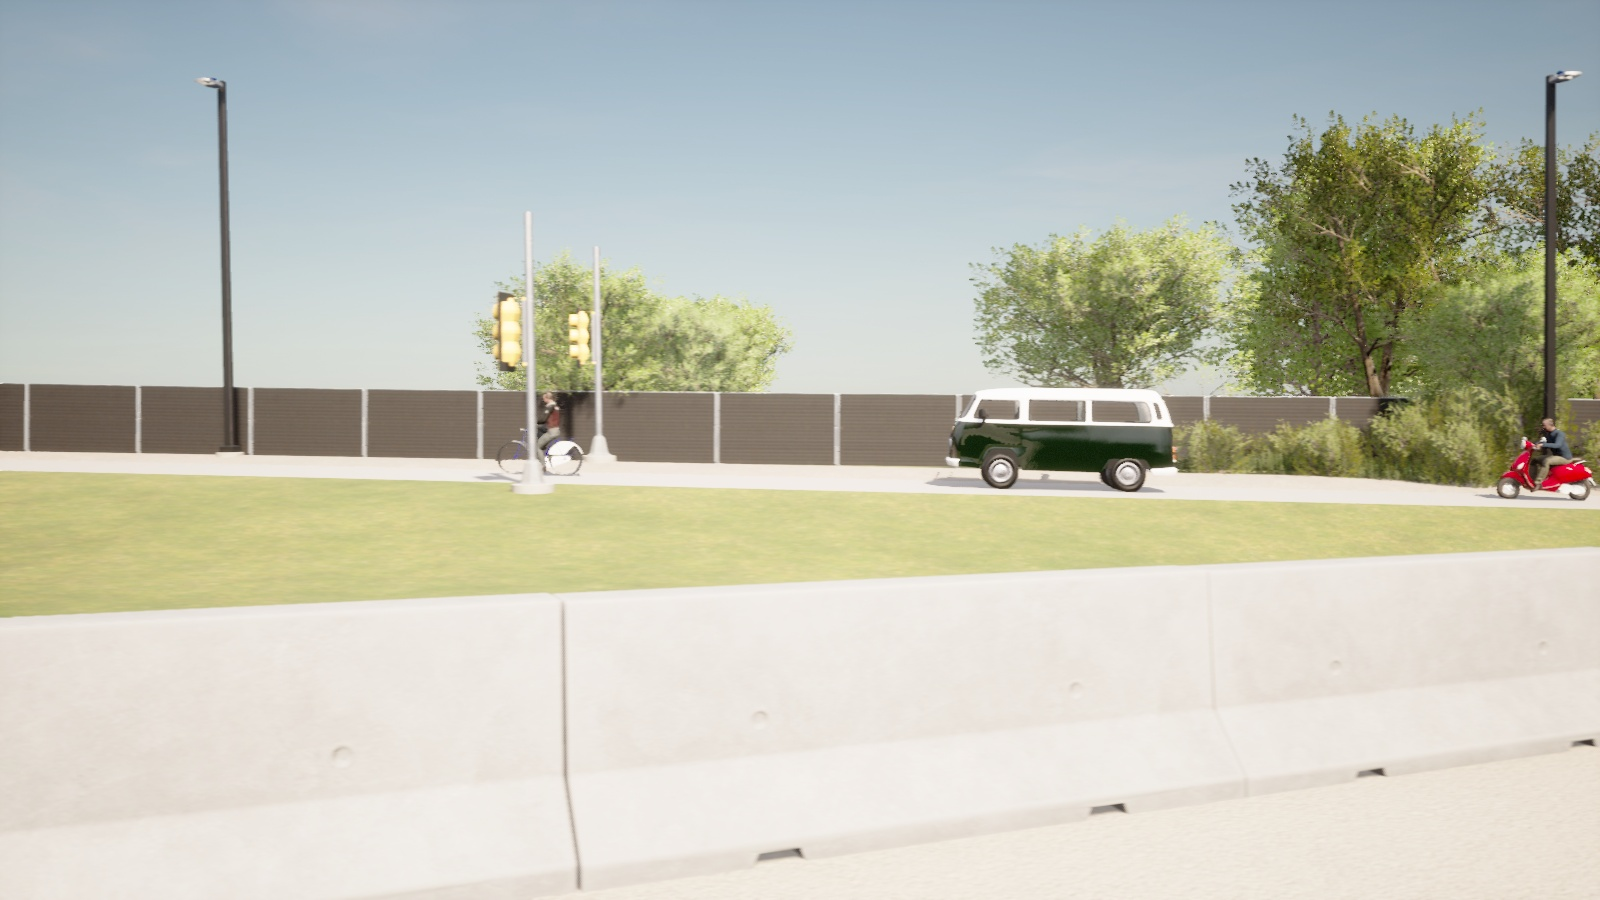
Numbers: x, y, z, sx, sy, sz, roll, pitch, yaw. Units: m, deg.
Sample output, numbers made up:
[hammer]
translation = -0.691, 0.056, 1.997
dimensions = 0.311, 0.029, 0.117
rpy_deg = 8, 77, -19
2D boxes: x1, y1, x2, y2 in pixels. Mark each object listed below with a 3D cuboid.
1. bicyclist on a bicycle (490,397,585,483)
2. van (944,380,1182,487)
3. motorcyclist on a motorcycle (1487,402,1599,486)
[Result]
[bicyclist on a bicycle]
translation = -5.524, -0.210, 26.493
dimensions = 1.843, 1.776, 0.659
rpy_deg = 0, 2, 6
[van]
translation = 5.184, -0.352, 25.340
dimensions = 4.480, 2.038, 2.069
rpy_deg = 1, 2, 6
[motorcyclist on a motorcycle]
translation = 14.525, -0.127, 24.434
dimensions = 1.817, 1.590, 0.866
rpy_deg = 0, 2, 5
